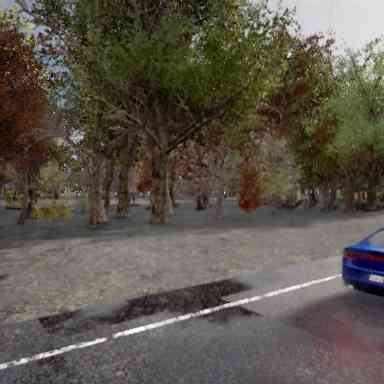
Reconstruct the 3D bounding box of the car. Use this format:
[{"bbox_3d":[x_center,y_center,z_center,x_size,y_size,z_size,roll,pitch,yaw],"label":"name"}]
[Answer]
[{"bbox_3d":[5.462,1.451,7.659,5.008,1.535,1.882,-1,0,-36],"label":"car"}]
